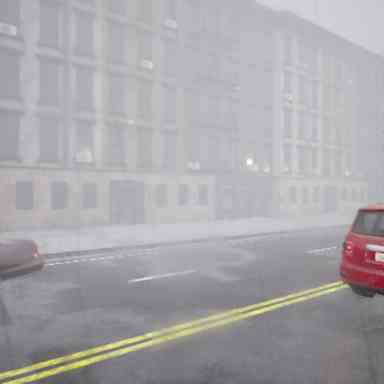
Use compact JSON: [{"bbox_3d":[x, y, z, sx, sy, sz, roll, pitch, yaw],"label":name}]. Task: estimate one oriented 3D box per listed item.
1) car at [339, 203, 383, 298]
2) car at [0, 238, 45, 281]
[{"bbox_3d":[5.574,1.263,7.416,5.566,2.045,2.150,0,0,-35],"label":"car"},{"bbox_3d":[-6.181,1.544,7.261,5.357,1.411,2.033,0,0,-35],"label":"car"}]
